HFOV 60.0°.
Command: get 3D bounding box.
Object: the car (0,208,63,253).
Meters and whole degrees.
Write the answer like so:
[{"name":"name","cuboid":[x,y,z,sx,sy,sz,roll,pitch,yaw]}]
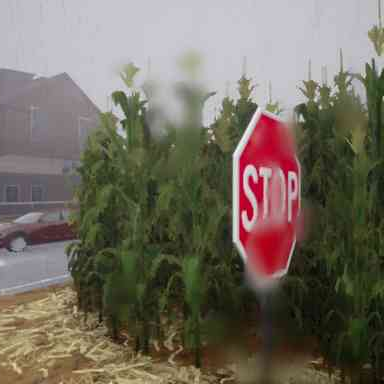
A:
[{"name":"car","cuboid":[-6.221,1.477,14.098,1.882,1.535,5.008,0,0,36]}]
